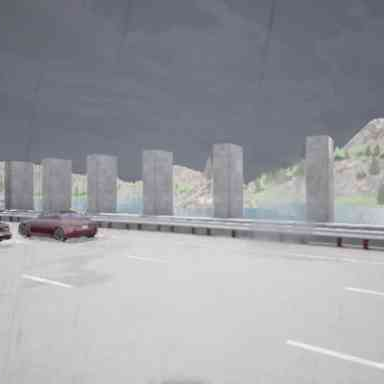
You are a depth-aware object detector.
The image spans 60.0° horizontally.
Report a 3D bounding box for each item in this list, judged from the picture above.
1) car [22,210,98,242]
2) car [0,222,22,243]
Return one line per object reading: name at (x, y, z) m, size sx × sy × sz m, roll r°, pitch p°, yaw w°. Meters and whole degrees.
car at (-6.701, 1.604, 16.557) m, size 4.181 × 1.385 × 1.994 m, roll 0°, pitch 0°, yaw 31°
car at (-10.079, 1.596, 14.498) m, size 5.357 × 1.411 × 2.033 m, roll 0°, pitch 0°, yaw 31°
